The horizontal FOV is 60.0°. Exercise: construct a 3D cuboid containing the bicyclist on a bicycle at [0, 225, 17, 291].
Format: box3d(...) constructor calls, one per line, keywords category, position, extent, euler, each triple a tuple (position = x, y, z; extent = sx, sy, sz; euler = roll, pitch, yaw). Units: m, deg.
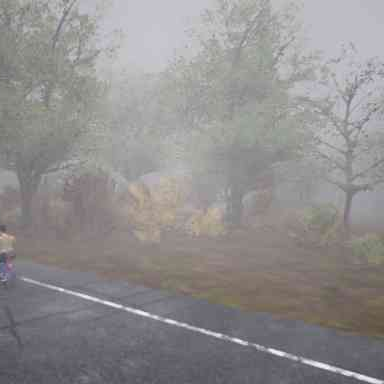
box3d(category="bicyclist on a bicycle", position=(-4.932, 1.659, 8.604), extent=(1.509, 1.612, 0.866), euler=(-1, -2, 37))
